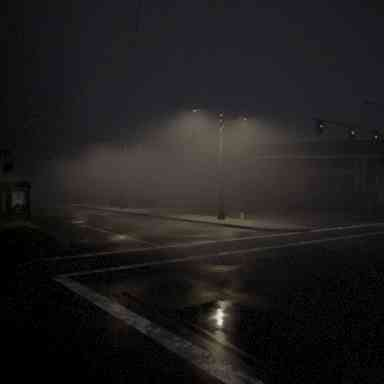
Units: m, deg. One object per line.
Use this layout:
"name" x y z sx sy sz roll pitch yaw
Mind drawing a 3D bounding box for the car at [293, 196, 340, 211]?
"car" 13.867 1.295 38.113 2.242 1.667 4.611 0 0 -35

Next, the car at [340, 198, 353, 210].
"car" 18.130 1.456 42.039 1.970 1.475 3.806 0 0 -35

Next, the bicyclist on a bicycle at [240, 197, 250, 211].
"bicyclist on a bicycle" 6.289 1.430 39.750 1.656 1.620 0.582 -6 -7 -37

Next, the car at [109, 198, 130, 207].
"car" -11.125 1.564 50.712 1.994 1.385 4.181 0 0 -35

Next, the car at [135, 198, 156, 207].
"car" -7.209 1.564 51.398 1.994 1.385 4.181 0 0 -35
